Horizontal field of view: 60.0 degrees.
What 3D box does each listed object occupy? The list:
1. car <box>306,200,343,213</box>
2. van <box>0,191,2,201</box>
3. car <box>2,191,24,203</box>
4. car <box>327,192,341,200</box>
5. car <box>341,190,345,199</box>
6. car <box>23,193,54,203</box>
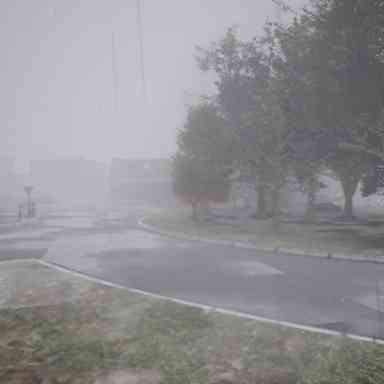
[{"bbox_3d":[18.254,2.126,45.848,4.674,1.442,1.812,1,0,15],"label":"car"},{"bbox_3d":[-34.239,0.847,61.822,1.878,1.987,4.442,2,0,23],"label":"van"},{"bbox_3d":[-31.507,1.014,60.824,2.185,1.767,4.553,1,0,23],"label":"car"},{"bbox_3d":[32.489,1.237,77.184,1.946,1.575,5.366,1,3,34],"label":"car"},{"bbox_3d":[35.573,1.000,81.759,1.946,1.575,5.366,1,3,34],"label":"car"},{"bbox_3d":[-26.531,1.280,58.649,2.163,1.488,4.792,1,0,23],"label":"car"}]
